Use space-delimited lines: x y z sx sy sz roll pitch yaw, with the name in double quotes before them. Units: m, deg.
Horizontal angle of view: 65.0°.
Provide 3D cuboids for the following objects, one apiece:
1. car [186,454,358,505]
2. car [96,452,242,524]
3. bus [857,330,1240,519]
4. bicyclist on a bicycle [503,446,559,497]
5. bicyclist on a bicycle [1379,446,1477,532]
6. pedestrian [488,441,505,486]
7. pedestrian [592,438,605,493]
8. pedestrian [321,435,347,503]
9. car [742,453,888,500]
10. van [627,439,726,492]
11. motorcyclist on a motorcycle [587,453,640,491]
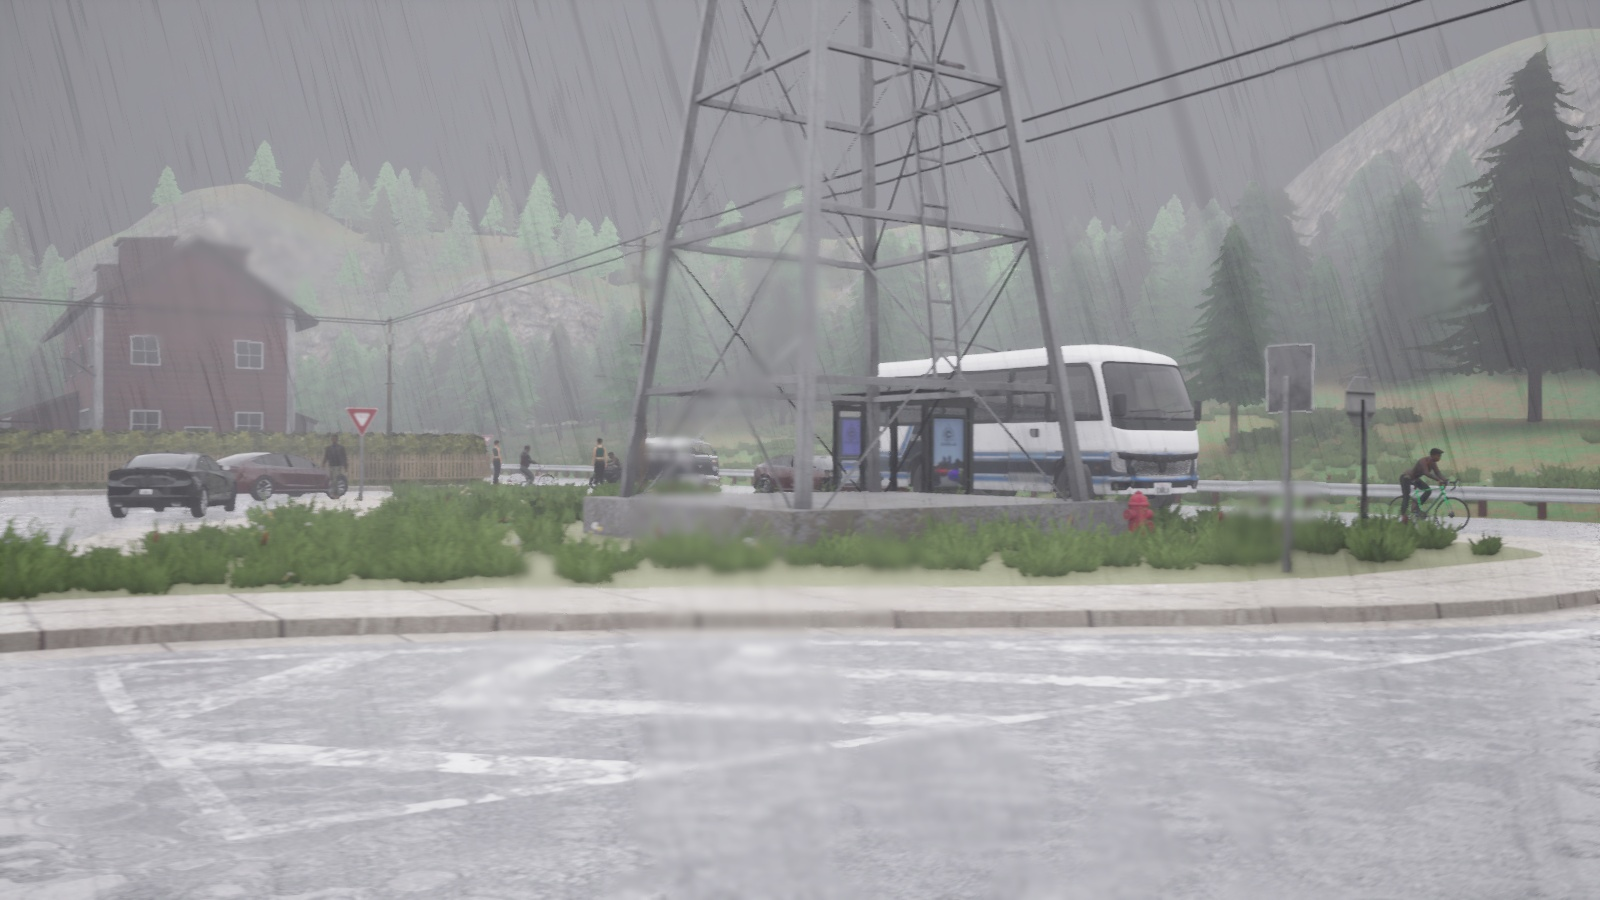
"car" -16.509 0.876 39.556 2.163 1.488 4.792 0 0 24
"car" -14.779 0.827 29.722 1.882 1.535 5.008 0 0 -12
"bus" 6.175 -0.562 33.643 3.944 4.253 10.273 0 0 -34
"bicyclist on a bicycle" -9.594 0.746 44.831 1.843 1.776 0.659 0 0 -36
"bicyclist on a bicycle" 12.263 0.732 24.560 0.582 1.620 1.656 0 0 -34
"pedestrian" -12.401 0.552 51.306 0.345 1.836 0.594 0 0 39
"pedestrian" -6.859 0.519 42.705 0.345 1.836 0.594 0 0 -17
"pedestrian" -12.797 0.512 34.472 0.431 1.840 0.703 0 0 3
"car" 0.444 0.847 42.076 2.163 1.488 4.792 0 0 -44
"van" -5.009 0.602 50.334 2.069 2.038 4.480 0 0 -34
"motorcyclist on a motorcycle" -7.405 0.865 49.893 2.044 1.523 0.797 0 0 -12
